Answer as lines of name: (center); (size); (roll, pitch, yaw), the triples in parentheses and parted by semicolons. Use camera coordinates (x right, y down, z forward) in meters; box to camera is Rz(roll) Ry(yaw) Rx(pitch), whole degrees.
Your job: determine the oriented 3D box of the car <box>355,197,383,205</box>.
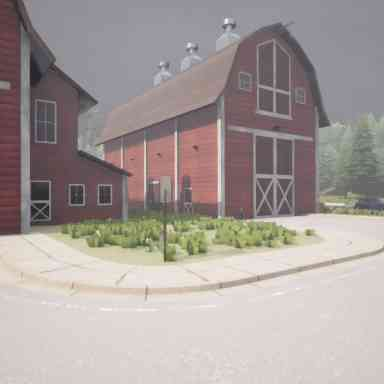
car: (20.138, 1.389, 36.066); (2.097, 1.767, 4.553); (0, 0, -34)
